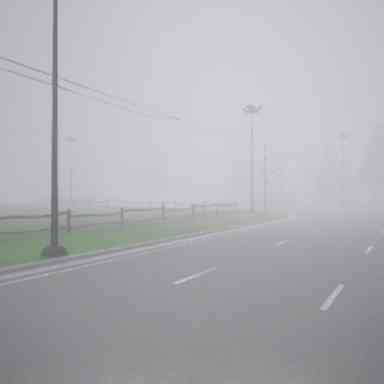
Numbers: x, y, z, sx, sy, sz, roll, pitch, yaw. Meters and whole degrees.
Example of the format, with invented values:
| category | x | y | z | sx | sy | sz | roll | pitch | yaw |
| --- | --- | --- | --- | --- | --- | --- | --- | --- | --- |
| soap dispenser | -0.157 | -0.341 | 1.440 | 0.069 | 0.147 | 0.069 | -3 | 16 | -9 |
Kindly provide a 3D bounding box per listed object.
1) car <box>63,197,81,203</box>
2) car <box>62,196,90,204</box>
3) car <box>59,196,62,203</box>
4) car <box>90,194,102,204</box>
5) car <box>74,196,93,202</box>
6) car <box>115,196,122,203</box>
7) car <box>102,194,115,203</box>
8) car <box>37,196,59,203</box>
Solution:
| category | x | y | z | sx | sy | sz | roll | pitch | yaw |
| --- | --- | --- | --- | --- | --- | --- | --- | --- | --- |
| car | -29.715 | 1.867 | 82.418 | 4.181 | 1.385 | 1.994 | 0 | 0 | 34 |
| car | -24.672 | 1.844 | 70.615 | 4.902 | 1.511 | 2.128 | 0 | 0 | 34 |
| car | -31.663 | 1.803 | 79.511 | 4.892 | 1.490 | 1.837 | 0 | 0 | 34 |
| car | -22.872 | 1.689 | 73.623 | 4.553 | 1.767 | 2.097 | 0 | 0 | 34 |
| car | -27.767 | 1.855 | 85.326 | 4.902 | 1.511 | 2.128 | 0 | 0 | 34 |
| car | -18.915 | 1.719 | 79.397 | 4.553 | 1.767 | 2.097 | 0 | 0 | 34 |
| car | -20.956 | 1.574 | 76.553 | 5.566 | 2.045 | 2.150 | 0 | 0 | 34 |
| car | -33.612 | 1.768 | 76.604 | 5.008 | 1.535 | 1.882 | 0 | 0 | 34 |
